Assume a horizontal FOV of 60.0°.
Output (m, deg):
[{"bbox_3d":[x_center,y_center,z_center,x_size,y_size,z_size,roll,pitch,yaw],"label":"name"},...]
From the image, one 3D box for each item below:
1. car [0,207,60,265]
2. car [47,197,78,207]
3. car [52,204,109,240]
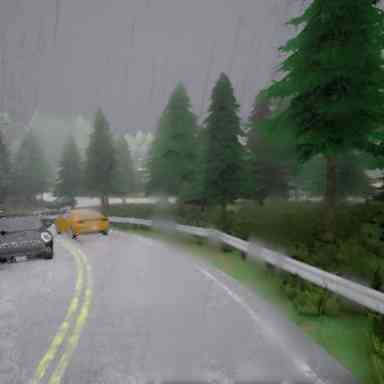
[{"bbox_3d":[-6.612,1.629,12.756,2.097,1.767,4.553,-3,0,-29],"label":"car"},{"bbox_3d":[-21.691,1.809,55.909,2.150,2.045,5.566,1,3,23],"label":"car"},{"bbox_3d":[-6.409,1.713,19.050,1.882,1.535,5.008,-3,1,-36],"label":"car"}]
